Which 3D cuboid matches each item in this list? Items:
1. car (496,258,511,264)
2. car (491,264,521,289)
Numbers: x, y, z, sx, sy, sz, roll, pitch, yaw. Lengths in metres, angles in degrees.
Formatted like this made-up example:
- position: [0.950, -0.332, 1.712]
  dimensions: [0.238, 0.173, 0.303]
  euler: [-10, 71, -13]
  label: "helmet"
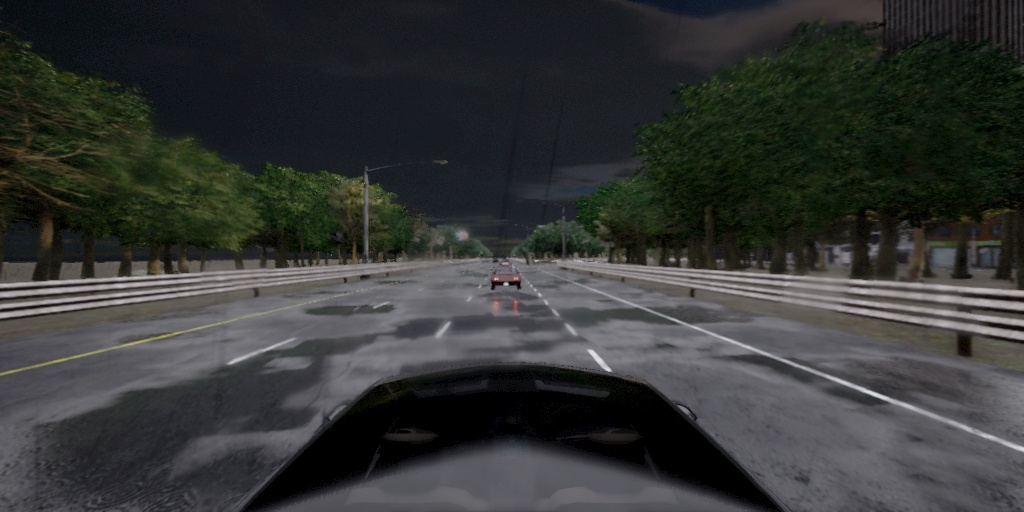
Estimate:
- position: [-0.859, 1.409, 48.117]
  dimensions: [1.812, 1.442, 4.674]
  euler: [0, 0, -1]
  label: "car"
- position: [-0.396, 1.415, 23.961]
  dimensions: [1.895, 1.301, 4.718]
  euler: [0, 0, -1]
  label: "car"
